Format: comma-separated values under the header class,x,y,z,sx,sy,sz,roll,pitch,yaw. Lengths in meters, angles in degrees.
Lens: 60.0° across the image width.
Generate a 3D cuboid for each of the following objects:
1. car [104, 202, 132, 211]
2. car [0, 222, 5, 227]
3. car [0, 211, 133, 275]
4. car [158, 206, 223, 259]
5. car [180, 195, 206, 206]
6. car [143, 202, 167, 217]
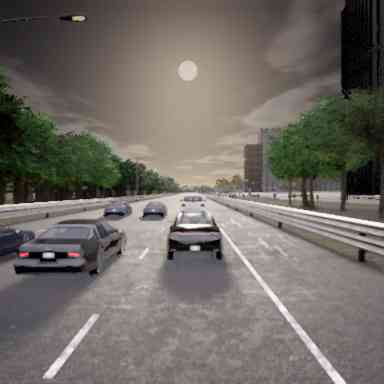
class,x,y,z,sx,sy,sz,roll,pitch,yaw
car,-6.910,1.585,31.473,1.994,1.385,4.181,0,0,0
car,-6.904,1.557,10.373,2.033,1.411,5.357,0,0,0
car,-3.404,1.557,10.404,2.033,1.411,5.357,0,0,0
car,0.094,1.503,12.598,2.128,1.511,4.902,0,0,0
car,0.089,1.242,29.714,2.150,2.045,5.566,0,0,0
car,-3.411,1.585,31.379,1.994,1.385,4.181,0,0,0
